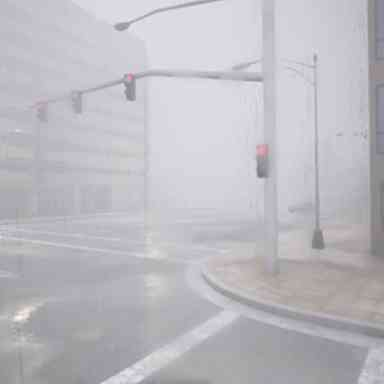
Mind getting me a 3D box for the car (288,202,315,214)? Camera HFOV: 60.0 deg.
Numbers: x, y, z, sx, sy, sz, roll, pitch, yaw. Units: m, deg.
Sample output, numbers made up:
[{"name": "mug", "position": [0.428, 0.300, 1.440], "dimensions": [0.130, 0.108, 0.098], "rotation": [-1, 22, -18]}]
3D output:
[{"name": "car", "position": [12.377, 1.753, 37.215], "dimensions": [1.895, 1.301, 4.718], "rotation": [-1, -1, 35]}]
